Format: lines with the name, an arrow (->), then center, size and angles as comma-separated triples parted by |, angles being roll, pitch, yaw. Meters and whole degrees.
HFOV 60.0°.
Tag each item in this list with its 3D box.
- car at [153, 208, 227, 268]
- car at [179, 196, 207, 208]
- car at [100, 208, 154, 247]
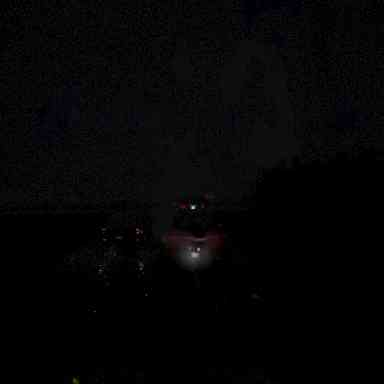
car -> 0.086, 1.520, 11.411 | 2.128, 1.511, 4.902 | 0, 0, 0
car -> 0.077, 1.334, 28.529 | 2.150, 2.045, 5.566 | 0, 0, 0
car -> -2.847, 1.522, 15.524 | 1.882, 1.535, 5.008 | 0, 0, 0
